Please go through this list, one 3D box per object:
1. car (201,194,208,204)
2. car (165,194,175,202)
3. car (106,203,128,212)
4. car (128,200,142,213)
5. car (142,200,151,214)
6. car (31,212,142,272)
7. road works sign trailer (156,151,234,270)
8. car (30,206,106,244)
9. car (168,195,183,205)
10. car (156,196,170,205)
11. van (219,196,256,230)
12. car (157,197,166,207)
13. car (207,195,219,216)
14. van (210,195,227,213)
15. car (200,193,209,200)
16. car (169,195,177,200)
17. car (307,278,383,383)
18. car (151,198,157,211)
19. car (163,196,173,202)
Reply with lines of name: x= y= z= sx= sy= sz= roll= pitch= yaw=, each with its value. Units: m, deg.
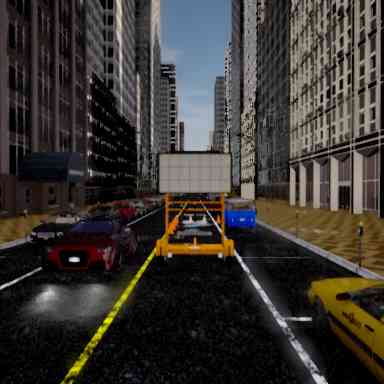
car: x=3.127 y=1.509 z=60.316 sx=2.008 sy=1.369 sz=4.403 roll=-1 pitch=0 yaw=0
car: x=-5.129 y=1.386 z=77.428 sx=1.967 sy=1.590 sz=4.097 roll=-1 pitch=0 yaw=0
car: x=-5.546 y=1.552 z=20.594 sx=1.947 sy=1.339 sz=4.313 roll=-1 pitch=0 yaw=0
car: x=-5.504 y=1.527 z=26.277 sx=1.887 sy=1.381 sz=4.507 roll=-1 pitch=0 yaw=0
car: x=-5.463 y=1.529 z=31.961 sx=2.008 sy=1.369 sz=4.403 roll=-1 pitch=0 yaw=0
car: x=-3.023 y=1.557 z=10.559 sx=1.994 sy=1.385 sz=4.181 roll=0 pitch=0 yaw=0
road works sign trailer: x=0.099 y=0.457 z=10.931 sx=2.380 sy=3.560 sz=2.880 roll=0 pitch=0 yaw=1
car: x=-5.588 y=1.541 z=14.910 sx=2.008 sy=1.369 sz=4.403 roll=-1 pitch=0 yaw=0
car: x=-2.579 y=1.440 z=58.036 sx=1.882 sy=1.535 sz=5.008 roll=0 pitch=0 yaw=1
car: x=-5.253 y=1.509 z=60.378 sx=2.008 sy=1.369 sz=4.403 roll=-1 pitch=0 yaw=0
van: x=2.832 y=1.327 z=20.532 sx=1.690 sy=1.788 sz=3.998 roll=-1 pitch=0 yaw=0
car: x=-5.337 y=1.518 z=49.011 sx=2.008 sy=1.369 sz=4.403 roll=-1 pitch=0 yaw=0
car: x=2.915 y=1.294 z=31.899 sx=2.192 sy=1.841 sz=5.009 roll=-1 pitch=0 yaw=0
van: x=2.958 y=1.316 z=37.583 sx=1.690 sy=1.788 sz=3.998 roll=-1 pitch=0 yaw=0
car: x=3.334 y=1.252 z=88.735 sx=2.192 sy=1.841 sz=5.009 roll=-1 pitch=0 yaw=0
car: x=-5.046 y=1.463 z=88.626 sx=1.752 sy=1.417 sz=4.829 roll=-1 pitch=0 yaw=0
car: x=2.710 y=1.523 z=3.652 sx=1.752 sy=1.417 sz=4.829 roll=-1 pitch=0 yaw=0
car: x=-5.421 y=1.557 z=37.644 sx=1.802 sy=1.307 sz=4.206 roll=-1 pitch=0 yaw=0
car: x=-5.170 y=1.532 z=71.745 sx=1.802 sy=1.307 sz=4.206 roll=-1 pitch=0 yaw=0
